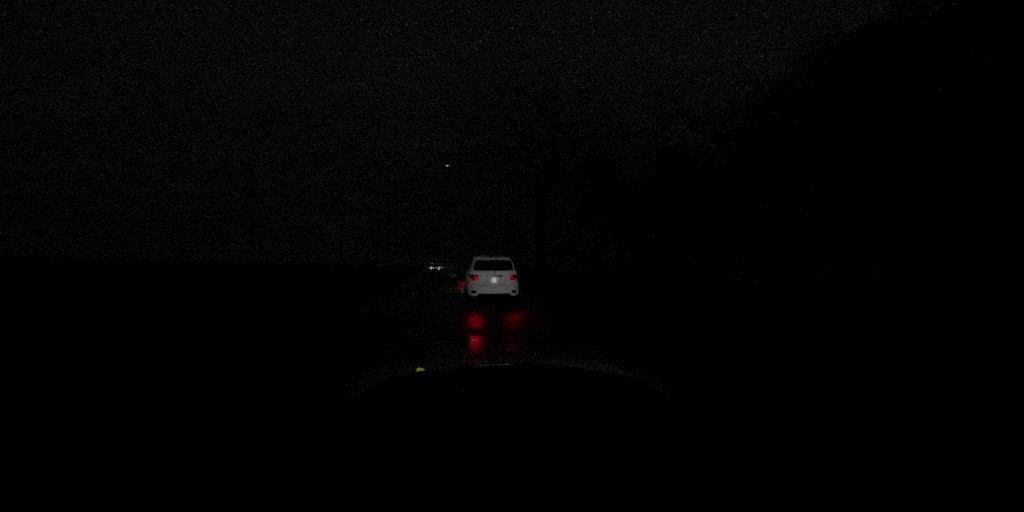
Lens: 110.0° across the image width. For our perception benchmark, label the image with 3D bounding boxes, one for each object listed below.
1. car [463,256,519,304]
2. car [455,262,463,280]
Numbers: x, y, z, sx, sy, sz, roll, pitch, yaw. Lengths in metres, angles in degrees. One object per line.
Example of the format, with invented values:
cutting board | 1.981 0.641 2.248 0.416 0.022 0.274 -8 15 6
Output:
car | -1.068 1.010 16.718 2.150 2.045 5.566 0 0 -8
car | -3.918 1.257 31.513 2.128 1.511 4.902 0 0 -12
